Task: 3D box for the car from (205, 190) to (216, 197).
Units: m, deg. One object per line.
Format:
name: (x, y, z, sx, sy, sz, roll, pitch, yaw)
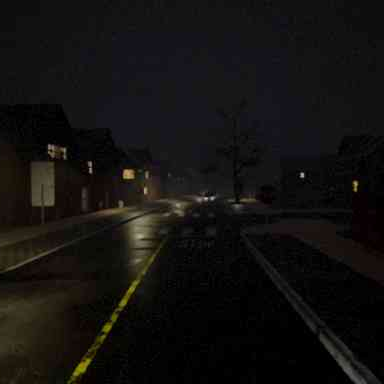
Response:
car: (3.826, 0.225, 68.378, 2.033, 1.411, 5.357, 0, 1, 10)
